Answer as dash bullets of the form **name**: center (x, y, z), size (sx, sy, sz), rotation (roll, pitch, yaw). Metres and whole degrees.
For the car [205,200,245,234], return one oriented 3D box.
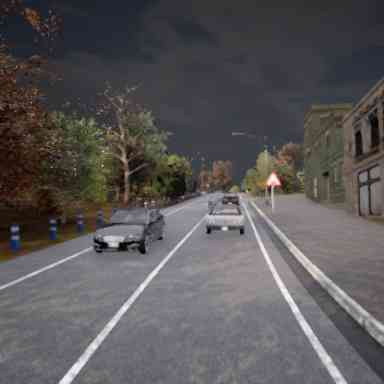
- **car**: center (1.808, 1.363, 17.762), size (1.895, 1.301, 4.718), rotation (0, 1, 7)

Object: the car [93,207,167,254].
- **car**: center (-2.254, 1.383, 13.150), size (2.128, 1.511, 4.902), rotation (0, 1, 7)

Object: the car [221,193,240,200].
- **car**: center (4.180, 0.841, 36.163), size (1.837, 1.490, 4.892), rotation (0, 1, 7)
